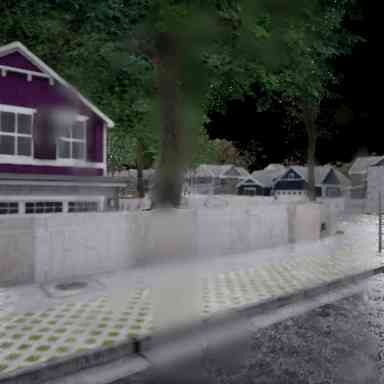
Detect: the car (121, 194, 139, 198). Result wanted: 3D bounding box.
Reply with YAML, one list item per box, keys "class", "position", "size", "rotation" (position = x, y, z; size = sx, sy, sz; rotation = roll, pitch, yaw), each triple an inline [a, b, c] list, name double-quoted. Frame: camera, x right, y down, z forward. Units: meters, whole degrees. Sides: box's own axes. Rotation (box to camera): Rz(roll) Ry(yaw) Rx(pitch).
- class: "car"
  position: [-10.368, 1.217, 54.004]
  size: [1.812, 1.442, 4.674]
  rotation: [1, 0, -40]

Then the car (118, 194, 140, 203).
- class: "car"
  position: [-11.512, 1.143, 60.422]
  size: [1.837, 1.490, 4.892]
  rotation: [1, 0, -40]

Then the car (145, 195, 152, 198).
- class: "car"
  position: [-9.046, 1.263, 62.538]
  size: [1.895, 1.301, 4.718]
  rotation: [1, 0, -40]

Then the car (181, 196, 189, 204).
- class: "car"
  position: [-2.393, 1.305, 54.706]
  size: [1.837, 1.490, 4.892]
  rotation: [1, 0, -40]

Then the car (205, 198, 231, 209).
- class: "car"
  position: [3.593, 1.415, 37.262]
  size: [1.882, 1.535, 5.008]
  rotation: [1, 0, -40]
